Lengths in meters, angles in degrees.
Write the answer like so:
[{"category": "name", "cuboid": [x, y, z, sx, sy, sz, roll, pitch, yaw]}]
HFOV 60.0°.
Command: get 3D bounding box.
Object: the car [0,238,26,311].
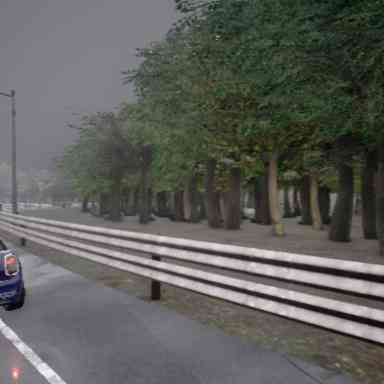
[{"category": "car", "cuboid": [-5.220, 1.416, 7.047, 2.097, 1.767, 4.553, -1, 0, -42]}]
